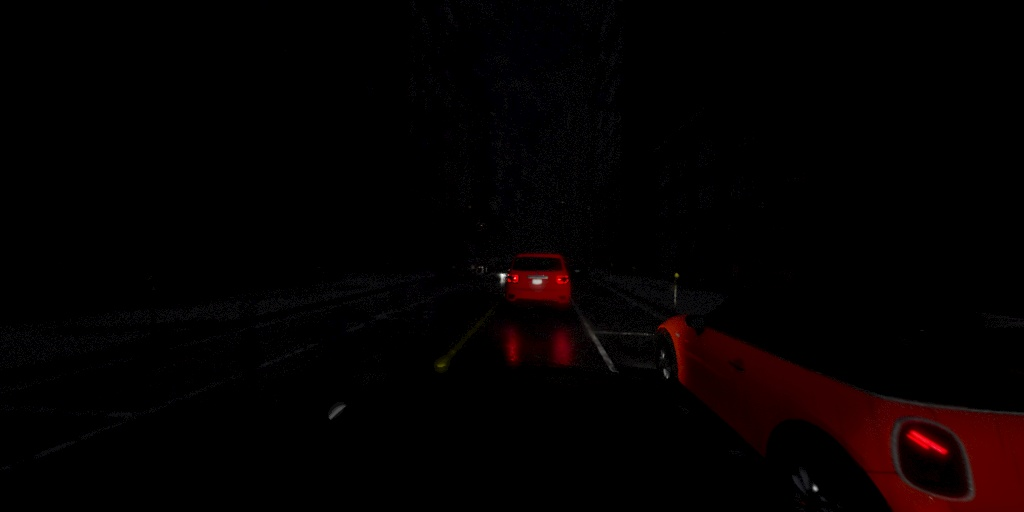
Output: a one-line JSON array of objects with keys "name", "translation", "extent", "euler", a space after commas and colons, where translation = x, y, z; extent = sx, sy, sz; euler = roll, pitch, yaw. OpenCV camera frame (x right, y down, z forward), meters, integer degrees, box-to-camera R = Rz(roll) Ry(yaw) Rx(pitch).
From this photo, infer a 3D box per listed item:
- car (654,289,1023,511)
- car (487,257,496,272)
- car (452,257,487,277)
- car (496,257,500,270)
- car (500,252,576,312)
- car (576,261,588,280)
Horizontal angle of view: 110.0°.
[{"name": "car", "translation": [3.180, 1.131, 3.887], "extent": [2.097, 1.767, 4.553], "euler": [1, 1, 5]}, {"name": "car", "translation": [-3.050, 0.923, 34.524], "extent": [1.948, 1.339, 4.313], "euler": [0, 0, 5]}, {"name": "car", "translation": [-3.532, 0.846, 29.040], "extent": [1.967, 1.591, 4.097], "euler": [0, 0, 5]}, {"name": "car", "translation": [-0.112, 0.928, 36.897], "extent": [2.033, 1.411, 5.357], "euler": [1, 1, 5]}, {"name": "car", "translation": [1.025, 0.860, 13.820], "extent": [2.150, 2.045, 5.566], "euler": [1, 1, 5]}, {"name": "car", "translation": [4.960, 1.117, 28.295], "extent": [1.948, 1.339, 4.313], "euler": [0, 0, 5]}]
